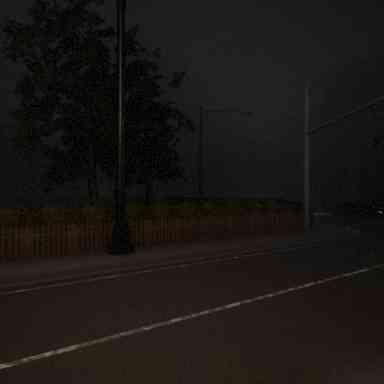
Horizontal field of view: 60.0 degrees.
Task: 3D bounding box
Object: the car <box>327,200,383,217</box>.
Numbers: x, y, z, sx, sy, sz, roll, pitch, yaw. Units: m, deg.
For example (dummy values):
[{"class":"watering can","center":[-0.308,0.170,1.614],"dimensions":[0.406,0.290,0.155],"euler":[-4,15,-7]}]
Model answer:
[{"class":"car","center":[15.081,1.505,30.987],"dimensions":[1.837,1.490,4.892],"euler":[0,0,-35]}]
